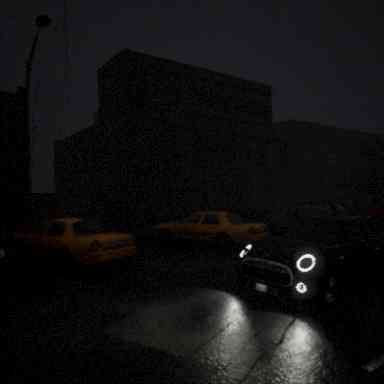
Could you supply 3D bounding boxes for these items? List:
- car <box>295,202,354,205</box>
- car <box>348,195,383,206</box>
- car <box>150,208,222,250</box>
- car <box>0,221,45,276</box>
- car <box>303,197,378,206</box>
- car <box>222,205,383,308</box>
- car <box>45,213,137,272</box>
[{"bbox_3d":[5.533,1.481,17.509,4.892,1.521,2.231,-1,-1,35],"label":"car"},{"bbox_3d":[10.283,1.234,20.932,5.566,2.045,2.435,-1,-1,35],"label":"car"},{"bbox_3d":[0.594,1.480,14.219,5.366,1.575,1.946,-1,0,35],"label":"car"},{"bbox_3d":[-6.445,1.515,9.029,4.792,1.488,2.163,-1,-1,35],"label":"car"},{"bbox_3d":[7.897,1.356,19.242,4.553,1.767,2.185,-1,-1,35],"label":"car"},{"bbox_3d":[3.205,1.351,8.069,4.553,1.767,2.097,0,0,-36],"label":"car"},{"bbox_3d":[-4.183,1.483,10.823,5.366,1.575,1.946,-1,0,34],"label":"car"}]
